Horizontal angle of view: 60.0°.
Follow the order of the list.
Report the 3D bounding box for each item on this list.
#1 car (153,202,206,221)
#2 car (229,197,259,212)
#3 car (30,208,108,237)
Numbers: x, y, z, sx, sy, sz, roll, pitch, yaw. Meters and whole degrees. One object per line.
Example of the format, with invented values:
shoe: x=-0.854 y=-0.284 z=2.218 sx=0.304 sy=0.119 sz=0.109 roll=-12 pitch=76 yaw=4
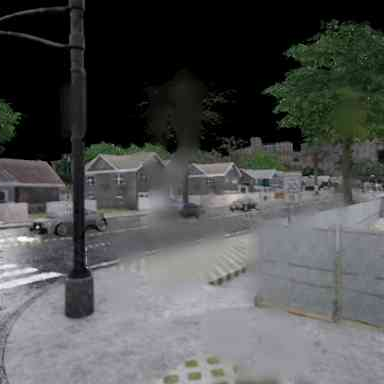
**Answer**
car: x=-0.874 y=1.549 z=27.381 sx=2.033 sy=1.411 sz=5.357 roll=-1 pitch=0 yaw=34
car: x=5.836 y=1.394 z=37.179 sx=1.837 sy=1.490 sz=4.892 roll=-1 pitch=0 yaw=34
car: x=-6.803 y=1.621 z=18.703 sx=1.994 sy=1.385 sz=4.181 roll=-1 pitch=0 yaw=34
